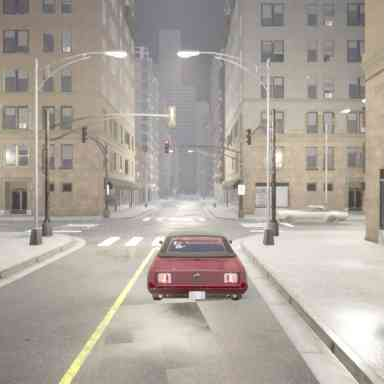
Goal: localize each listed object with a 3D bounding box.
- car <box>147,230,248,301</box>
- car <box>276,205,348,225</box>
[{"bbox_3d":[0.090,1.601,8.304,1.895,1.301,4.718,0,0,0],"label":"car"},{"bbox_3d":[8.081,1.576,23.106,4.718,1.301,1.895,0,0,3],"label":"car"}]
